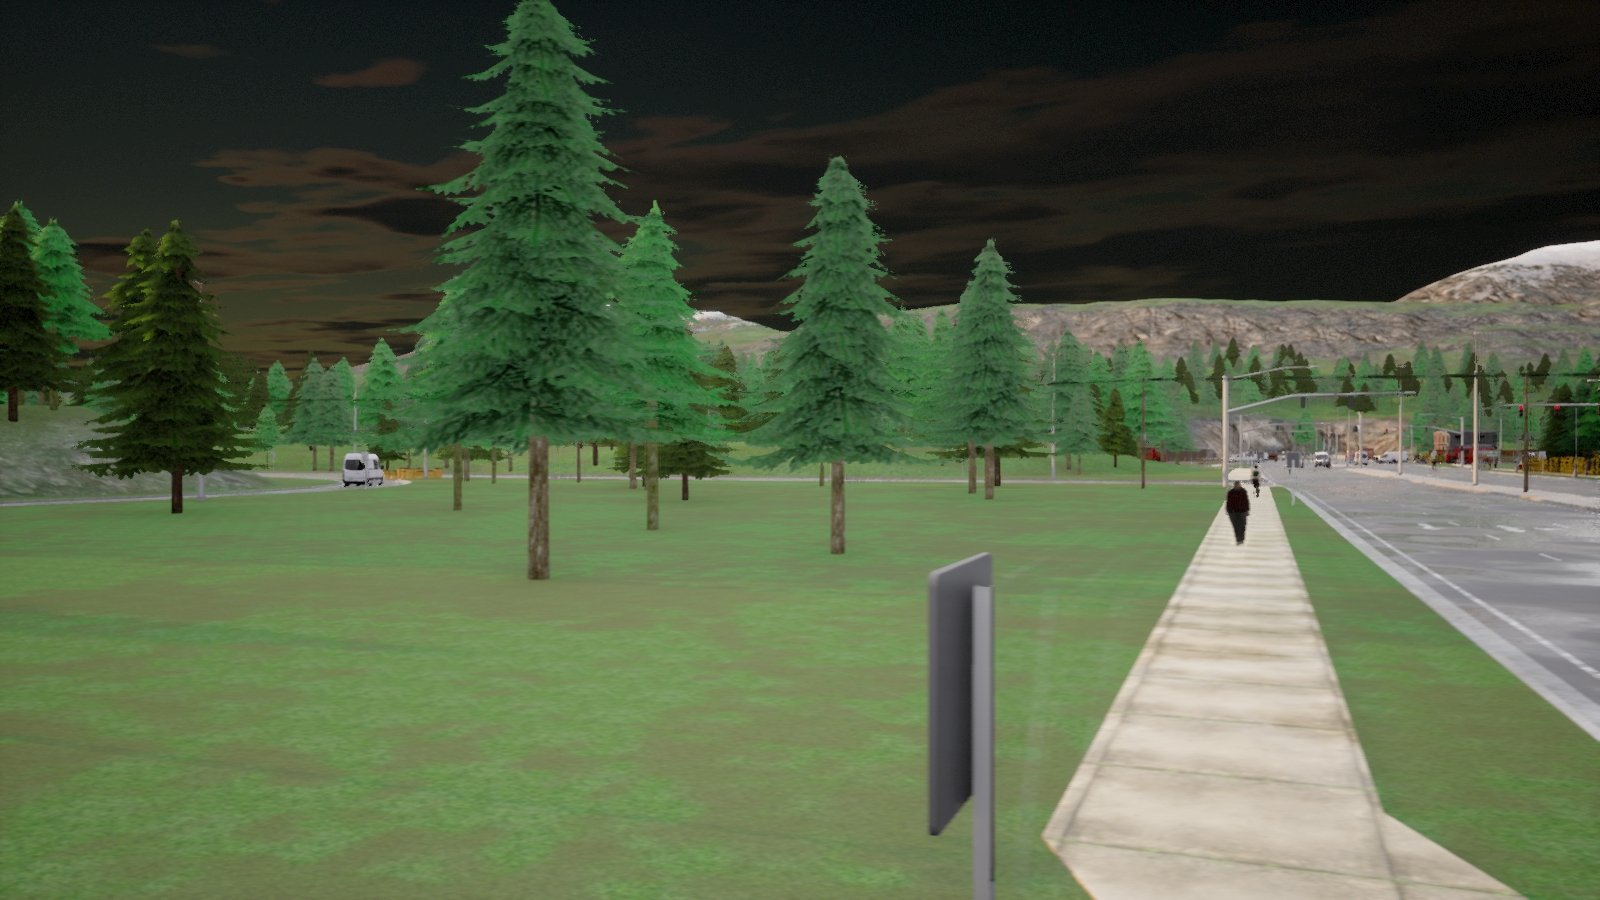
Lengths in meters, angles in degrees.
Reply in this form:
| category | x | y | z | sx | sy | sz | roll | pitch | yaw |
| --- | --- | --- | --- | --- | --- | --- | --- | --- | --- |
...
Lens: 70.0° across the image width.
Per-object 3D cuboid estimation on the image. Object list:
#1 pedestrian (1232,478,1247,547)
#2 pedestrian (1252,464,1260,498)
| category | x | y | z | sx | sy | sz | roll | pitch | yaw |
| --- | --- | --- | --- | --- | --- | --- | --- | --- | --- |
| pedestrian | 12.070 | 1.704 | 31.398 | 0.375 | 1.860 | 0.375 | 0 | 0 | 21 |
| pedestrian | 25.439 | 1.712 | 63.741 | 0.375 | 1.860 | 0.375 | 0 | 0 | 22 |
